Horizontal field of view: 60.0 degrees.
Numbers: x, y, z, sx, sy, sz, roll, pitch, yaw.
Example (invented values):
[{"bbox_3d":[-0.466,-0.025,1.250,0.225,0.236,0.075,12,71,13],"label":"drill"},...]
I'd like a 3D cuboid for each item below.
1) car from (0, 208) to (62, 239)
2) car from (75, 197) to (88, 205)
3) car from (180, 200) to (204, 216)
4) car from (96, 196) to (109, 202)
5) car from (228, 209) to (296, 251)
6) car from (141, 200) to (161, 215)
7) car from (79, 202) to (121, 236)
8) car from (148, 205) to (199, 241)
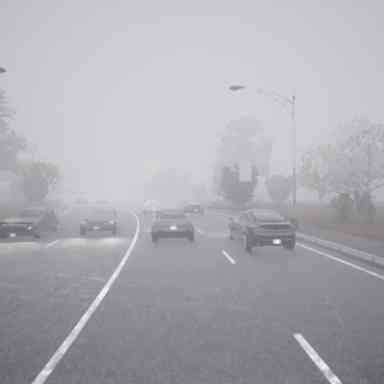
[{"bbox_3d":[-8.368,1.541,17.542,2.033,1.411,5.357,0,0,-8],"label":"car"},{"bbox_3d":[-18.996,1.500,57.209,2.033,1.411,5.357,0,0,-20],"label":"car"},{"bbox_3d":[-0.137,1.492,32.149,1.812,1.442,4.674,0,0,-12],"label":"car"},{"bbox_3d":[-15.769,1.476,58.534,1.812,1.442,4.674,0,0,-20],"label":"car"},{"bbox_3d":[2.760,1.483,14.034,1.837,1.490,4.892,0,0,-5],"label":"car"},{"bbox_3d":[-4.114,1.494,33.919,1.812,1.442,4.674,0,0,-13],"label":"car"},{"bbox_3d":[-5.028,1.513,18.704,1.812,1.442,4.674,0,0,-8],"label":"car"},{"bbox_3d":[-1.051,1.547,16.634,1.994,1.385,4.181,0,0,-7],"label":"car"}]
